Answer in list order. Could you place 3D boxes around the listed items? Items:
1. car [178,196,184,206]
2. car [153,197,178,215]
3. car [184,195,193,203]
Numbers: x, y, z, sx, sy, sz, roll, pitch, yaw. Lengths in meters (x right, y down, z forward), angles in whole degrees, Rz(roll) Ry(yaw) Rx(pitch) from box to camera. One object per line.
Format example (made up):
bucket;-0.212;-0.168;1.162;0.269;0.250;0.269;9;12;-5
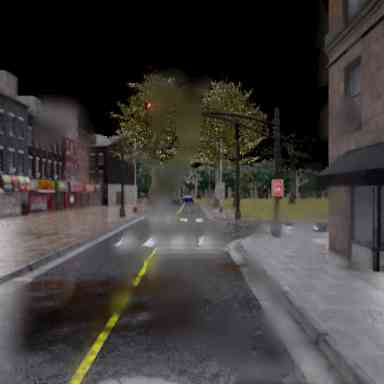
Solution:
car;-2.857;1.561;55.267;2.033;1.411;5.357;0;0;0
car;-2.870;1.478;34.342;2.128;1.511;4.902;0;0;0
car;-1.209;1.507;71.699;1.882;1.535;5.008;0;0;-17
